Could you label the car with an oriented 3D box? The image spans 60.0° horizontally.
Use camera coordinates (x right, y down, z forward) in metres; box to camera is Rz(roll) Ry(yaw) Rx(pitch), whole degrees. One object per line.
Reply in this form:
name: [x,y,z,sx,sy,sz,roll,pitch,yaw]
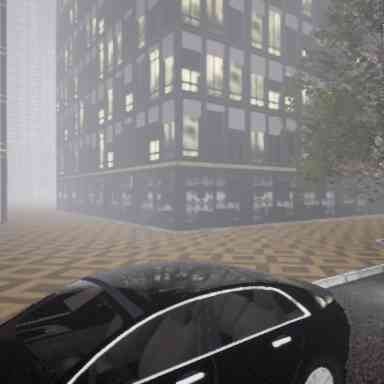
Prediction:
car: [-0.475,1.513,3.033,4.892,1.490,1.837,1,0,-35]
